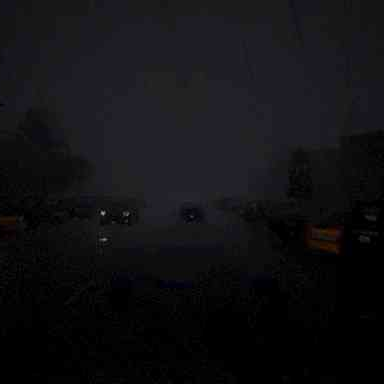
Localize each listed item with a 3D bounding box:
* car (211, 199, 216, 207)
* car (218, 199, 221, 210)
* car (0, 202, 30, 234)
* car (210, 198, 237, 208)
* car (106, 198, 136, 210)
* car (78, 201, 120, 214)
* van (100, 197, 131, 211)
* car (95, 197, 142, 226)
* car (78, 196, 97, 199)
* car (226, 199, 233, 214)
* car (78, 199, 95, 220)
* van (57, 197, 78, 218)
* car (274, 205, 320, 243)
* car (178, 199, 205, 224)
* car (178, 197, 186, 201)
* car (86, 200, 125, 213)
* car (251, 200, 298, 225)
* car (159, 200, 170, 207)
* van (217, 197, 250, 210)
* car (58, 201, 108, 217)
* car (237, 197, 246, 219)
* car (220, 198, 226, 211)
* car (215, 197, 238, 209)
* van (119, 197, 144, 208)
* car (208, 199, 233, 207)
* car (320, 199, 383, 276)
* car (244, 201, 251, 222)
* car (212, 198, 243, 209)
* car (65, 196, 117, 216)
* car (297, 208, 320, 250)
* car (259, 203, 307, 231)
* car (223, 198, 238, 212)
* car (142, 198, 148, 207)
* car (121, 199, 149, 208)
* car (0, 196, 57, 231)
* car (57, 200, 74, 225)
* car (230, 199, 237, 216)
[{"bbox_3d":[5.904,1.886,46.534,5.366,1.575,1.946,1,-1,-21],"label":"car"},{"bbox_3d":[6.126,1.835,40.719,4.792,1.488,2.163,1,-1,-21],"label":"car"},{"bbox_3d":[-11.628,1.534,17.278,5.366,1.575,1.946,-1,0,-20],"label":"car"},{"bbox_3d":[5.820,1.982,61.322,4.553,1.767,2.185,1,-1,-21],"label":"car"},{"bbox_3d":[-11.378,1.916,53.375,4.553,1.767,2.185,-1,-1,-19],"label":"car"},{"bbox_3d":[-11.580,1.892,41.333,4.792,1.488,2.163,-1,-1,-20],"label":"car"},{"bbox_3d":[-11.566,1.772,50.323,4.442,1.987,1.878,-1,-1,-19],"label":"van"},{"bbox_3d":[-5.200,1.456,24.139,2.097,1.767,4.553,0,-1,0],"label":"car"},{"bbox_3d":[-11.591,1.475,32.304,5.566,2.045,2.435,-1,-1,-20],"label":"car"},{"bbox_3d":[6.241,1.678,31.927,4.892,1.521,2.231,1,-1,-20],"label":"car"},{"bbox_3d":[-11.365,1.676,29.384,5.366,1.575,1.946,-1,-1,-20],"label":"car"},{"bbox_3d":[-11.625,1.412,26.281,4.442,1.987,1.878,-1,-1,-20],"label":"van"},{"bbox_3d":[6.382,1.482,14.321,5.008,1.535,2.097,1,0,-20],"label":"car"},{"bbox_3d":[-0.025,1.603,25.965,1.882,1.535,5.008,0,0,0],"label":"car"},{"bbox_3d":[-1.960,2.231,68.745,2.033,1.411,5.357,0,-1,-1],"label":"car"},{"bbox_3d":[-11.539,1.908,44.354,4.892,1.521,2.231,-1,-1,-19],"label":"car"},{"bbox_3d":[6.315,1.400,20.184,4.553,1.767,2.185,1,-1,-20],"label":"car"},{"bbox_3d":[-5.246,2.257,65.228,2.033,1.411,5.357,0,-1,0],"label":"car"},{"bbox_3d":[6.150,1.712,49.583,4.442,1.987,1.878,1,-1,-21],"label":"van"},{"bbox_3d":[-11.571,1.772,35.315,4.892,1.521,2.231,-1,-1,-20],"label":"car"},{"bbox_3d":[6.273,1.468,26.050,4.553,1.767,2.185,1,-1,-20],"label":"car"},{"bbox_3d":[6.196,1.763,37.793,5.008,1.535,2.097,1,-1,-21],"label":"car"},{"bbox_3d":[6.126,1.849,43.665,5.008,1.535,2.097,1,-1,-21],"label":"car"},{"bbox_3d":[-11.367,1.952,62.326,4.442,1.987,1.878,-1,-1,-19],"label":"van"},{"bbox_3d":[5.745,2.235,67.226,4.674,1.452,2.002,1,-1,-21],"label":"car"},{"bbox_3d":[6.429,1.210,8.468,5.566,2.045,2.435,1,0,-20],"label":"car"},{"bbox_3d":[6.328,1.596,23.115,4.674,1.452,2.002,1,-1,-20],"label":"car"},{"bbox_3d":[5.918,1.896,55.423,4.553,1.767,2.185,1,-1,-21],"label":"car"},{"bbox_3d":[-11.601,1.565,38.322,5.566,2.045,2.435,-1,-1,-20],"label":"car"},{"bbox_3d":[6.563,1.466,11.449,5.366,1.575,1.946,1,-1,-20],"label":"car"},{"bbox_3d":[6.354,1.499,17.252,5.008,1.535,2.097,1,-1,-20],"label":"car"},{"bbox_3d":[6.215,1.721,34.859,4.892,1.521,2.231,1,-1,-21],"label":"car"},{"bbox_3d":[-11.283,1.881,59.383,5.566,2.045,2.435,-1,-1,-19],"label":"car"},{"bbox_3d":[-11.199,2.222,65.361,5.008,1.535,2.097,-1,-1,-19],"label":"car"},{"bbox_3d":[-11.498,1.312,20.325,5.566,2.045,2.435,-1,0,-20],"label":"car"},{"bbox_3d":[-11.316,1.593,23.392,5.366,1.575,1.946,-1,-1,-20],"label":"car"},{"bbox_3d":[6.271,1.634,28.990,5.008,1.535,2.097,1,-1,-20],"label":"car"}]
